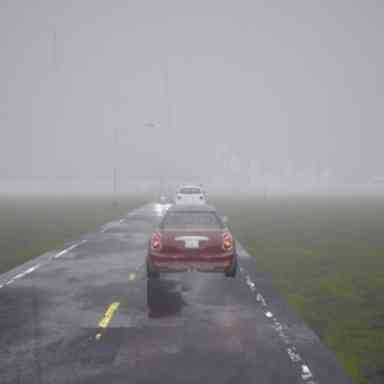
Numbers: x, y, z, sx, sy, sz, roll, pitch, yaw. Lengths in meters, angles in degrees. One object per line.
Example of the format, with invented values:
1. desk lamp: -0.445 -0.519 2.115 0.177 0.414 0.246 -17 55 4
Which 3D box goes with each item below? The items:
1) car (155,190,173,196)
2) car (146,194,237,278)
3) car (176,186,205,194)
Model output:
1. car: -3.173 0.518 38.872 2.128 1.511 4.902 0 1 0
2. car: -0.009 1.111 9.474 2.097 1.767 4.553 0 1 0
3. car: -0.145 0.535 27.223 2.150 2.045 5.566 0 1 0
